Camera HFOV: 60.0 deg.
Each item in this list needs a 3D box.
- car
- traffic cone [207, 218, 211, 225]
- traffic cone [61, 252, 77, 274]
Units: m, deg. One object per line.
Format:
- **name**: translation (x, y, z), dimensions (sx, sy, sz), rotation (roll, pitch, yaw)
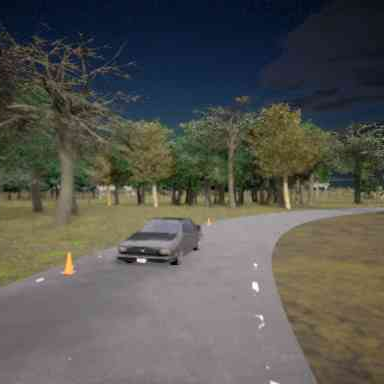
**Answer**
- **car**: translation (-0.873, 1.647, 12.325), dimensions (2.033, 1.411, 5.357), rotation (0, -1, 13)
- **traffic cone**: translation (1.237, 2.136, 24.395), dimensions (0.340, 0.580, 0.340), rotation (0, 0, 25)
- **traffic cone**: translation (-3.517, 2.006, 9.530), dimensions (0.340, 0.580, 0.340), rotation (0, 0, 10)
